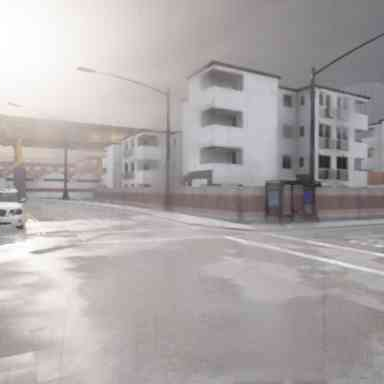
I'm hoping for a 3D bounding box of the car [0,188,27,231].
[{"bbox_3d":[-10.045,0.858,17.477,2.150,2.045,5.566,1,2,-27],"label":"car"}]
